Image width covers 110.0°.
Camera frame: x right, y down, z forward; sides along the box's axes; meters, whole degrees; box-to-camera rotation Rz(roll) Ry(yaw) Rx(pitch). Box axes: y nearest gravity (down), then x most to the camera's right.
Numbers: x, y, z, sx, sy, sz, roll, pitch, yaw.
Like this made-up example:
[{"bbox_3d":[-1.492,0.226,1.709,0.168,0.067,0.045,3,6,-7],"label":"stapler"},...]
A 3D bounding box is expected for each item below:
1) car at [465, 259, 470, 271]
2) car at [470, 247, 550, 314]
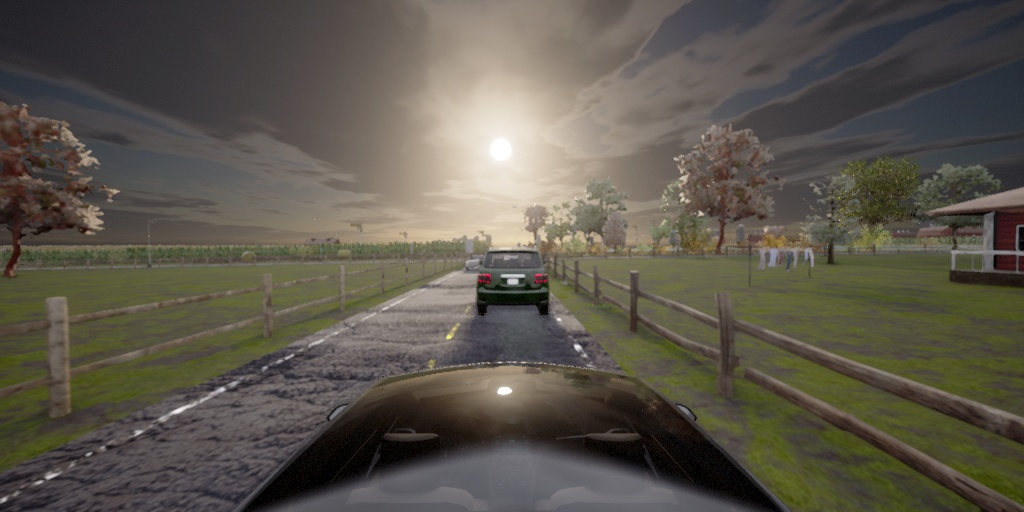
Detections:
[{"bbox_3d":[-3.058,0.591,32.267,1.895,1.301,4.718,0,1,0],"label":"car"},{"bbox_3d":[0.014,0.705,12.385,2.150,2.045,5.566,0,2,0],"label":"car"}]
